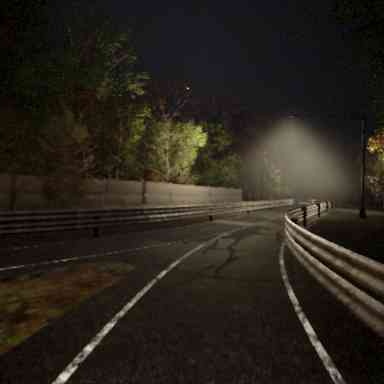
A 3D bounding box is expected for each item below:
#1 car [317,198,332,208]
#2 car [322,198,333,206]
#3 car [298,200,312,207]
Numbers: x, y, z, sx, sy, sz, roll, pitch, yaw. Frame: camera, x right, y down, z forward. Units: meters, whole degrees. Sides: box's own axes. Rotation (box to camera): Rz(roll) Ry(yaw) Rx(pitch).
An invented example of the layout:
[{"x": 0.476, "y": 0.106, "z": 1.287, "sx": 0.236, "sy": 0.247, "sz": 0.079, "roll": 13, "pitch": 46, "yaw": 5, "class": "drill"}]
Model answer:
[{"x": 23.496, "y": 1.886, "z": 59.251, "sx": 2.097, "sy": 1.767, "sz": 4.553, "roll": 1, "pitch": 0, "yaw": 26, "class": "car"}, {"x": 27.854, "y": 2.074, "z": 68.169, "sx": 1.837, "sy": 1.490, "sz": 4.892, "roll": 1, "pitch": -1, "yaw": 26, "class": "car"}, {"x": 20.733, "y": 2.081, "z": 61.019, "sx": 1.895, "sy": 1.301, "sz": 4.718, "roll": 1, "pitch": 0, "yaw": 26, "class": "car"}]
